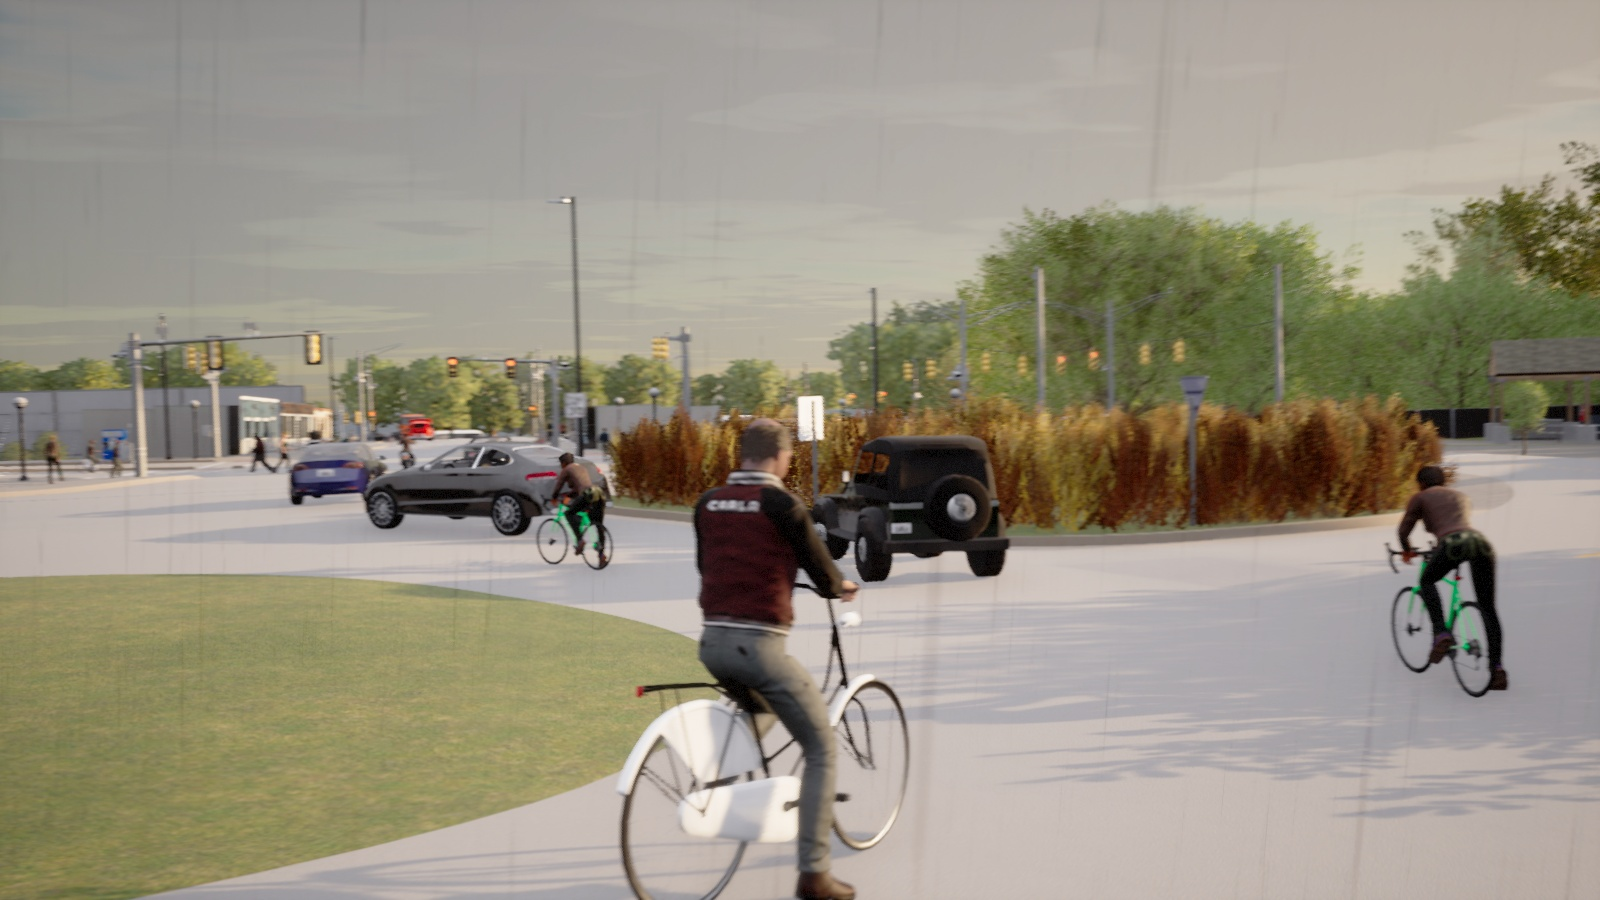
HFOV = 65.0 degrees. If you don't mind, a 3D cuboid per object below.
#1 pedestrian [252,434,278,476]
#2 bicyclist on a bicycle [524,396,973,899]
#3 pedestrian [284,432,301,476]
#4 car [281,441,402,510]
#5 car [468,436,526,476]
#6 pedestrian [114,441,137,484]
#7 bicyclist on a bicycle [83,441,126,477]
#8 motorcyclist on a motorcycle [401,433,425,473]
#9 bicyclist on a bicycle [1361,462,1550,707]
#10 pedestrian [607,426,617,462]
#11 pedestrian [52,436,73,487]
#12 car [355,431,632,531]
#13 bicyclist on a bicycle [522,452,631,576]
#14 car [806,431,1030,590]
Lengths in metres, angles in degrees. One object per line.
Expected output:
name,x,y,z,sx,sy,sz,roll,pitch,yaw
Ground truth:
pedestrian,-23.732,0.217,55.748,0.899,1.844,0.634,-2,2,-15
bicyclist on a bicycle,-0.091,0.769,4.723,0.659,1.776,1.843,-1,-3,36
pedestrian,-21.989,0.165,54.377,0.594,1.836,0.345,-3,3,-24
car,-11.722,0.580,32.438,2.163,1.488,4.792,-3,2,-11
car,-10.971,0.173,45.688,1.895,1.301,4.718,-3,1,-12
pedestrian,-29.734,0.529,55.361,0.720,1.854,0.376,-3,2,-17
bicyclist on a bicycle,-36.042,0.470,65.094,1.843,1.776,0.659,-1,2,-17
motorcyclist on a motorcycle,-16.345,0.123,53.090,0.766,1.649,2.350,-2,0,-13
bicyclist on a bicycle,4.746,0.907,9.218,0.582,1.620,1.656,-1,0,3
pedestrian,-9.572,-0.312,63.889,0.370,1.835,0.726,-2,2,-3
pedestrian,-27.156,0.413,46.226,0.331,1.846,0.634,-2,2,-4
car,-5.862,0.512,23.825,5.027,1.651,2.152,0,3,32
bicyclist on a bicycle,-3.170,0.869,17.736,1.656,1.620,0.582,1,2,40
car,1.493,0.702,17.407,1.905,1.878,3.866,-1,2,-14
